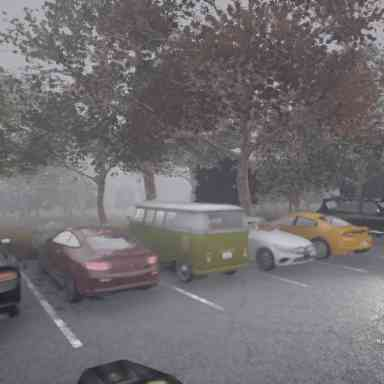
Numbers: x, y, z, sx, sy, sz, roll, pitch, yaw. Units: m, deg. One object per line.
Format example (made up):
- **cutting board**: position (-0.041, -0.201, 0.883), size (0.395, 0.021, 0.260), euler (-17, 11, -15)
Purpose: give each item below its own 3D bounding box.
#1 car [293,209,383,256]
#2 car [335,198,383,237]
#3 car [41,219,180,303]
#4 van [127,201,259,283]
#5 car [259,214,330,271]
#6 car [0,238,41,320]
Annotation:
- **car**: position (4.306, 1.551, 13.083), size (2.097, 1.535, 5.008), euler (1, 0, -35)
- **car**: position (11.103, 1.365, 17.869), size (2.435, 2.045, 5.566), euler (1, 0, -35)
- **car**: position (-2.477, 1.526, 8.282), size (2.002, 1.452, 4.674), euler (1, 0, -35)
- **van**: position (-0.386, 1.281, 9.908), size (1.878, 1.987, 4.442), euler (1, 0, -35)
- **car**: position (1.939, 1.569, 11.416), size (2.002, 1.452, 4.674), euler (1, 0, -35)
- **car**: position (-4.735, 1.465, 6.677), size (2.097, 1.535, 5.008), euler (1, 0, -35)
